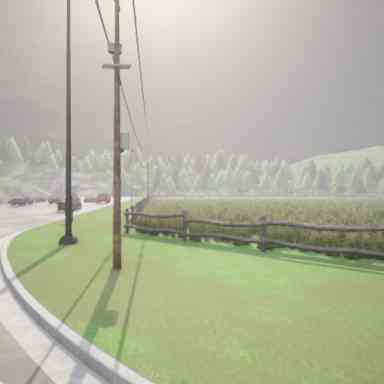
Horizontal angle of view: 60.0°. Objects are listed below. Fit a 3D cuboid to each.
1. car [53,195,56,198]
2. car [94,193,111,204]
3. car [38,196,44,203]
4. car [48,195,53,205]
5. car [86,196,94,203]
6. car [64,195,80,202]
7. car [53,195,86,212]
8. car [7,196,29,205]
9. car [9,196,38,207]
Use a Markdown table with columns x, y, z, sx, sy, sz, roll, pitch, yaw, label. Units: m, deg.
| x | y | z | sx | sy | sz | roll | pitch | yaw | label |
| --- | --- | --- | --- | --- | --- | --- | --- | --- | --- |
| -19.097 | 1.501 | 50.451 | 1.837 | 1.490 | 4.892 | 0 | 0 | -6 | car |
| -17.269 | 1.221 | 65.539 | 2.150 | 2.045 | 5.566 | 0 | 0 | -6 | car |
| -31.789 | 1.549 | 68.507 | 1.994 | 1.385 | 4.181 | 0 | 0 | -6 | car |
| -23.625 | 1.502 | 58.521 | 1.837 | 1.490 | 4.892 | 0 | 0 | -6 | car |
| -21.367 | 1.550 | 69.818 | 1.994 | 1.385 | 4.181 | 0 | 0 | -6 | car |
| -24.786 | 1.369 | 68.876 | 2.033 | 1.411 | 5.357 | 0 | 0 | -6 | car |
| -14.304 | 1.476 | 39.121 | 1.882 | 1.535 | 5.008 | 0 | 0 | -6 | car |
| -30.686 | 1.522 | 58.702 | 1.812 | 1.442 | 4.674 | 0 | 0 | -6 | car |
| -26.304 | 1.499 | 51.901 | 1.837 | 1.490 | 4.892 | 0 | -1 | -6 | car |
